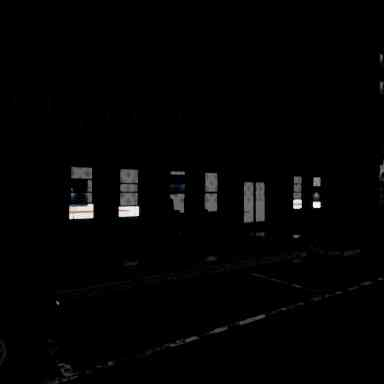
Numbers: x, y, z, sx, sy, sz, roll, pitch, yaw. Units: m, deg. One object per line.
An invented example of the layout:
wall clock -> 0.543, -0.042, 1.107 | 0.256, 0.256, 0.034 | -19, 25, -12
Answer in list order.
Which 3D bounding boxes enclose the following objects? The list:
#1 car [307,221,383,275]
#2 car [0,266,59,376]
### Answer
car -> 5.381, 1.582, 10.402 | 4.206, 1.307, 1.802 | 0, 0, -36
car -> -3.886, 1.551, 3.789 | 4.403, 1.369, 2.008 | 0, 0, -36
